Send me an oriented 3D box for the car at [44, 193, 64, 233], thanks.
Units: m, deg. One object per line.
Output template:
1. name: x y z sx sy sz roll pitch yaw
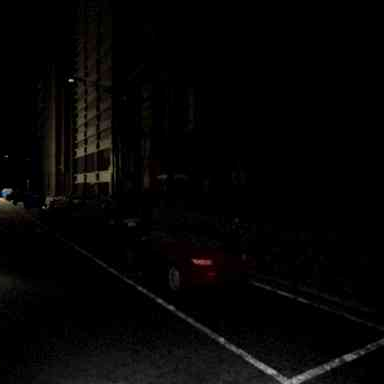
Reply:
1. car: -6.284 1.060 17.959 2.192 1.841 5.009 0 1 -32

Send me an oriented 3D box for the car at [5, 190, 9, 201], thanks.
1. car: -27.223 0.744 51.174 1.887 1.381 4.507 0 1 -32

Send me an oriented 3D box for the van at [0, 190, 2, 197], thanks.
1. van: -36.193 0.309 65.405 1.690 1.788 3.998 0 1 -32

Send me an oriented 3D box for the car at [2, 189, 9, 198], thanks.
1. car: -30.212 0.562 55.917 1.967 1.590 4.097 0 1 -32

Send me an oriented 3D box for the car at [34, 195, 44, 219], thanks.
1. car: -9.368 1.189 22.850 1.752 1.417 4.829 0 1 -32

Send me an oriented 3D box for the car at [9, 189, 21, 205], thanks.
1. car: -21.239 0.669 41.682 2.192 1.841 5.009 0 1 -32

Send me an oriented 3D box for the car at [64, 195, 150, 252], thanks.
1. car: -3.293 1.139 13.214 2.192 1.841 5.009 0 1 -32

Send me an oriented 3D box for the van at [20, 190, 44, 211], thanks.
1. van: -15.257 0.851 32.193 1.690 1.788 3.998 0 1 -32

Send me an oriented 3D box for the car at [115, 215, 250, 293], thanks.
1. car: -0.305 1.485 8.473 1.802 1.307 4.206 0 1 -32
